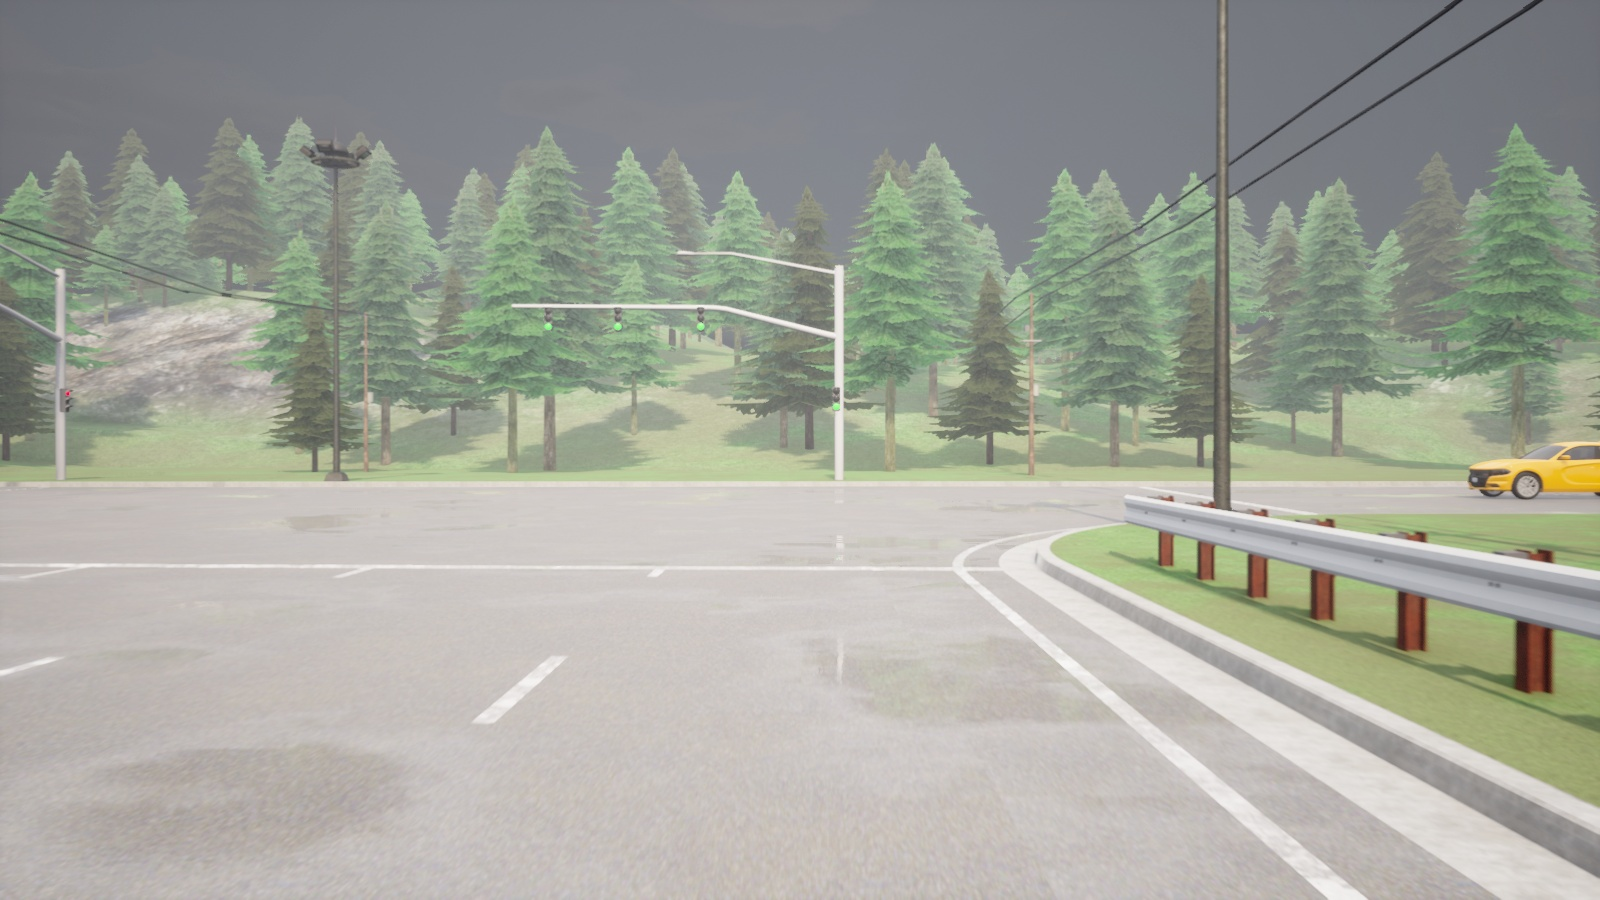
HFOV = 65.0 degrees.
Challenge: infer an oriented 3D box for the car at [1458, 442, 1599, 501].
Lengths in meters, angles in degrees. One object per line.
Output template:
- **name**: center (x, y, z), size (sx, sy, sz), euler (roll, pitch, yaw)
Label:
- **car**: center (20.428, 0.553, 33.270), size (5.008, 1.535, 1.882), euler (0, 0, 1)
